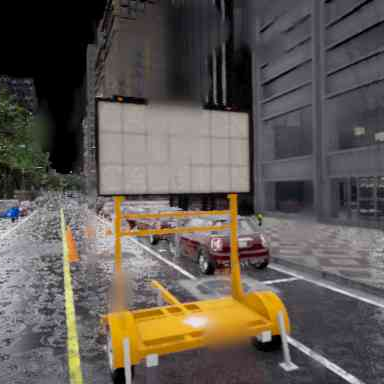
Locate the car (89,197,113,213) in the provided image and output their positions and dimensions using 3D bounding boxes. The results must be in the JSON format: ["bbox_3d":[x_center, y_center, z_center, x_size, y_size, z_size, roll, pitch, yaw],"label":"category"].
[{"bbox_3d":[-9.417,1.382,35.708,2.192,1.841,5.009,-1,0,-22],"label":"car"}]

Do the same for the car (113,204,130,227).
[{"bbox_3d":[-3.410,1.545,20.581,1.887,1.381,4.507,-1,0,-22],"label":"car"}]

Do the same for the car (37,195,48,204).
[{"bbox_3d":[-33.097,1.920,72.277,2.008,1.369,4.403,-1,0,-22],"label":"car"}]

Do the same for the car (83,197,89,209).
[{"bbox_3d":[-13.415,1.676,45.794,1.947,1.339,4.313,-1,0,-22],"label":"car"}]

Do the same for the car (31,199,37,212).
[{"bbox_3d":[-21.344,1.836,42.665,1.802,1.307,4.206,-1,0,-22],"label":"car"}]

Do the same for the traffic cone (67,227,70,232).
[{"bbox_3d":[-5.462,2.005,14.841,0.340,0.580,0.340,-1,0,-22],"label":"traffic cone"}]

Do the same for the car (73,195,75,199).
[{"bbox_3d":[-25.167,1.791,75.404,1.947,1.339,4.313,-1,0,-22],"label":"car"}]

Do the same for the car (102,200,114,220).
[{"bbox_3d":[-5.410,1.573,25.623,2.008,1.369,4.403,-1,0,-22],"label":"car"}]

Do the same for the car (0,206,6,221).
[{"bbox_3d":[-11.336,1.689,17.448,1.887,1.381,4.507,-1,0,-22],"label":"car"}]

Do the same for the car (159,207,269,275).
[{"bbox_3d":[0.592,1.396,10.496,1.967,1.590,4.097,-1,0,-22],"label":"car"}]

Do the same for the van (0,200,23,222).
[{"bbox_3d":[-15.343,1.531,27.534,1.690,1.788,3.998,-1,0,-22],"label":"van"}]

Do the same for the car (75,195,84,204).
[{"bbox_3d":[-23.167,1.772,70.366,1.947,1.339,4.313,-1,0,-22],"label":"car"}]

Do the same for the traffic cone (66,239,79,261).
[{"bbox_3d":[-3.987,1.989,11.124,0.340,0.580,0.340,-1,0,-22],"label":"traffic cone"}]

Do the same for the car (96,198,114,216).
[{"bbox_3d":[-7.474,1.571,30.824,1.752,1.417,4.829,-1,0,-22],"label":"car"}]

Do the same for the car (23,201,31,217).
[{"bbox_3d":[-17.343,1.652,32.578,1.967,1.590,4.097,-1,0,-22],"label":"car"}]

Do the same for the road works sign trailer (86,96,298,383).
[{"bbox_3d":[-0.245,0.449,5.083,2.380,3.560,2.880,-1,0,-22],"label":"road works sign trailer"}]

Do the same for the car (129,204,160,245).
[{"bbox_3d":[-1.409,1.418,15.539,1.967,1.590,4.097,-1,0,-22],"label":"car"}]

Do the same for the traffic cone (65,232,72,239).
[{"bbox_3d":[-4.725,1.997,12.983,0.340,0.580,0.340,-1,0,-22],"label":"traffic cone"}]

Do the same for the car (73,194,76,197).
[{"bbox_3d":[-27.230,1.769,80.600,1.752,1.417,4.829,-1,0,-22],"label":"car"}]
